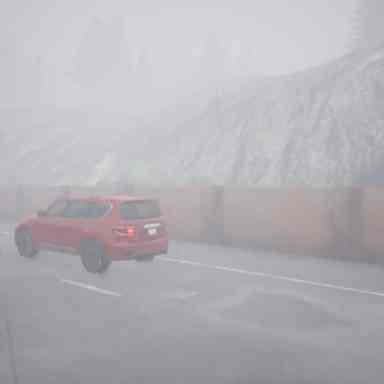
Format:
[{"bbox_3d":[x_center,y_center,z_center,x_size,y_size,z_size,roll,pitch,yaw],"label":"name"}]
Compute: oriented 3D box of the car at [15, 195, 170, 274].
[{"bbox_3d":[-3.269,1.117,10.460,5.566,2.045,2.150,1,0,35],"label":"car"}]
